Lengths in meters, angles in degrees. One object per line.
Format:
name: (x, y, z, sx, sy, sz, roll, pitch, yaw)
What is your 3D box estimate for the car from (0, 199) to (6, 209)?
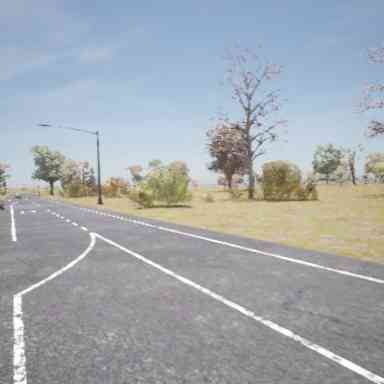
car: (-25.208, 1.577, 42.856, 1.994, 1.385, 4.181, -3, 1, -28)
